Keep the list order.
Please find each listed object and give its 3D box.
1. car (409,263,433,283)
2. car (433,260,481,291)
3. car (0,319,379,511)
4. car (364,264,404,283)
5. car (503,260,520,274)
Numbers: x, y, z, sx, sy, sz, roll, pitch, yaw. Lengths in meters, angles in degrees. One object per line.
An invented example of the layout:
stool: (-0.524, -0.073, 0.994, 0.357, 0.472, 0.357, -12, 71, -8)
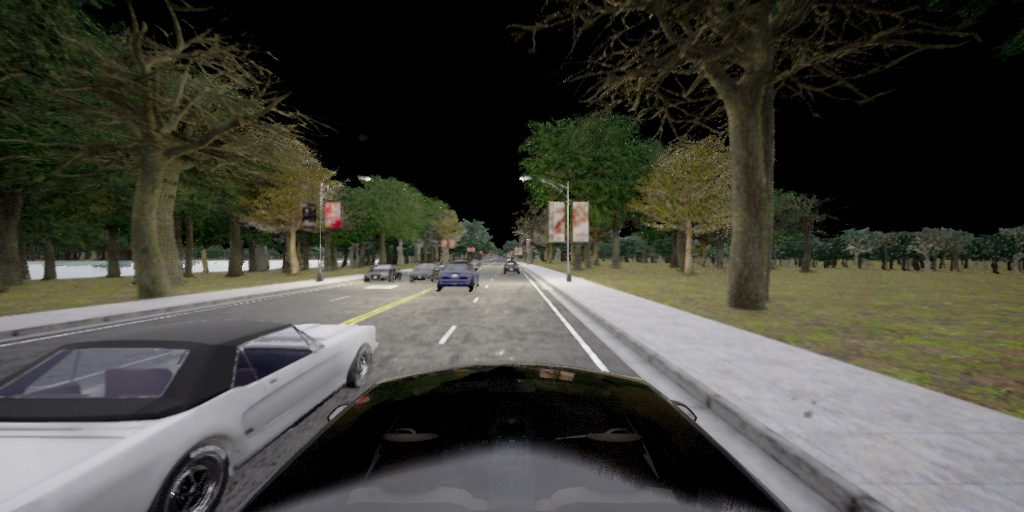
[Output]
car: (-6.669, 1.296, 28.249, 1.837, 1.490, 4.892, 0, 0, 0)
car: (-3.194, 1.127, 22.042, 2.097, 1.767, 4.553, 0, 0, 0)
car: (-3.152, 1.352, 3.914, 1.895, 1.301, 4.718, 0, 0, 0)
car: (-9.918, 1.353, 28.009, 1.994, 1.385, 4.181, 0, 0, 0)
car: (-0.069, 1.359, 42.909, 1.812, 1.442, 4.674, 0, 0, 0)
